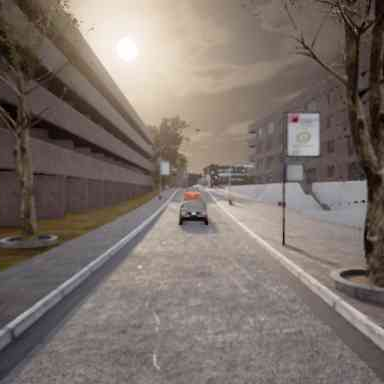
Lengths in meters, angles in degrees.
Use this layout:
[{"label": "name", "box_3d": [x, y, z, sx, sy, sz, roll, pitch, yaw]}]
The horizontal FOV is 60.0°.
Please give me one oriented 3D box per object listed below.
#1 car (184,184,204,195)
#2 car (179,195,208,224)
[{"label": "car", "box_3d": [0.101, 0.215, 40.845, 2.097, 1.767, 4.553, 0, 3, 0]}, {"label": "car", "box_3d": [0.100, 1.218, 21.736, 2.033, 1.411, 5.357, 0, 2, 0]}]
